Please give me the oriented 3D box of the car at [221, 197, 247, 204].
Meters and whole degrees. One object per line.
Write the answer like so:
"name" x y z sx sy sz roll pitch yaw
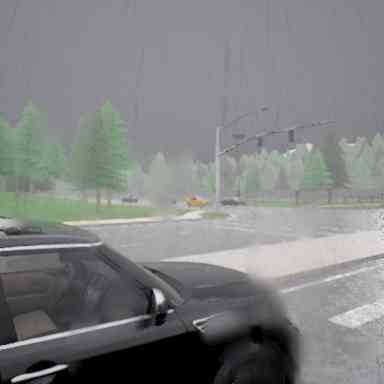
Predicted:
"car" 6.492 1.487 51.851 1.812 1.442 4.674 0 0 -35

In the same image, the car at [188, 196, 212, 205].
"car" 1.412 1.487 59.134 1.812 1.442 4.674 0 0 -35

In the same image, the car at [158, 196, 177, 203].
"car" -5.041 1.487 68.468 1.812 1.442 4.674 0 0 -35

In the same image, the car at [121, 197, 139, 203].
"car" -12.455 1.570 66.849 1.895 1.301 4.718 0 0 -35

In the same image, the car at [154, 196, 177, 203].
"car" -4.358 1.570 55.143 1.895 1.301 4.718 0 0 -35

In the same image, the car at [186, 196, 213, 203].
"car" 1.054 1.446 47.412 1.882 1.535 5.008 0 0 -35

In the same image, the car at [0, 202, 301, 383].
"car" -1.538 1.222 2.649 5.566 2.045 2.150 0 0 -36
